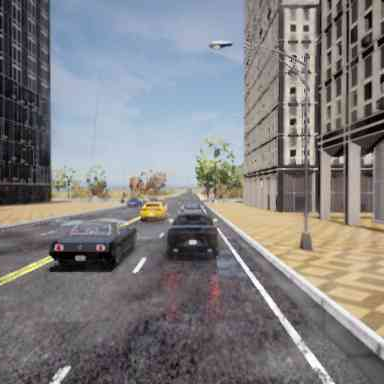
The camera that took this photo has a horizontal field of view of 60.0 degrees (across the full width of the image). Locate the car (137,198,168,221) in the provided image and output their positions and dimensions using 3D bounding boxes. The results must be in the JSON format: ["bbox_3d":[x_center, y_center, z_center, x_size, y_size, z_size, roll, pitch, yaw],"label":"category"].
[{"bbox_3d":[-3.204,1.597,28.713,1.882,1.535,5.008,0,0,0],"label":"car"}]

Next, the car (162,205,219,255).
[{"bbox_3d":[0.049,1.536,13.608,1.882,1.535,5.008,0,0,0],"label":"car"}]

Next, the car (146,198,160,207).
[{"bbox_3d":[-6.578,1.724,56.868,1.837,1.490,4.892,0,0,0],"label":"car"}]

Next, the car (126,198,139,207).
[{"bbox_3d":[-9.825,1.745,56.853,1.812,1.442,4.674,0,0,0],"label":"car"}]

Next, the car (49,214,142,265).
[{"bbox_3d":[-3.213,1.652,11.886,1.895,1.301,4.718,0,0,1],"label":"car"}]

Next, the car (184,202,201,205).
[{"bbox_3d":[0.037,1.606,27.483,2.128,1.511,4.902,0,0,1],"label":"car"}]
